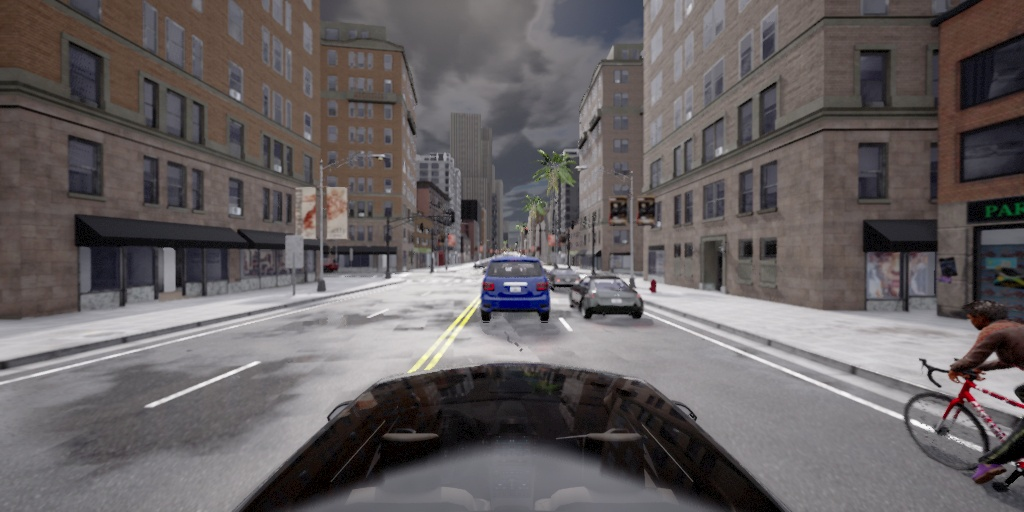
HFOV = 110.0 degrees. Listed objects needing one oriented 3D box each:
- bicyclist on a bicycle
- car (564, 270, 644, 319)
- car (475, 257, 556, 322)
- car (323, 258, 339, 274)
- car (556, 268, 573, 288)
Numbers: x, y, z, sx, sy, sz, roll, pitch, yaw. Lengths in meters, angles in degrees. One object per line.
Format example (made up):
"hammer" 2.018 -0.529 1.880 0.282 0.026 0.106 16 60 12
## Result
"bicyclist on a bicycle" 4.144 1.213 2.975 0.582 1.620 1.656 0 -1 0
"car" 3.325 1.408 13.355 1.994 1.385 4.181 0 0 0
"car" 0.099 1.063 12.912 2.150 2.045 5.566 0 0 0
"car" -23.900 1.183 43.727 5.009 1.841 2.192 0 0 -9
"car" 3.247 1.473 23.355 2.033 1.411 5.357 0 0 0
